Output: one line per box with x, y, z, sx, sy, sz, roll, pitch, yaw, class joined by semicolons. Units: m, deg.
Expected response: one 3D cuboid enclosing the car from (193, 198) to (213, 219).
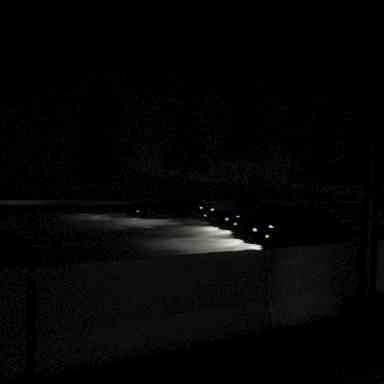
2.793;1.101;20.673;4.718;1.301;1.895;1;2;-26;car

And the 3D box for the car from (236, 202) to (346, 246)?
4.218;1.293;13.594;4.181;1.385;1.994;1;2;-26;car

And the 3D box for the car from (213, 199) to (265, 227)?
3.524;1.179;17.138;4.181;1.385;1.994;1;2;-26;car

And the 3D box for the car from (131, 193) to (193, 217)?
-1.595;0.814;22.443;5.008;1.535;1.882;1;2;-26;car
